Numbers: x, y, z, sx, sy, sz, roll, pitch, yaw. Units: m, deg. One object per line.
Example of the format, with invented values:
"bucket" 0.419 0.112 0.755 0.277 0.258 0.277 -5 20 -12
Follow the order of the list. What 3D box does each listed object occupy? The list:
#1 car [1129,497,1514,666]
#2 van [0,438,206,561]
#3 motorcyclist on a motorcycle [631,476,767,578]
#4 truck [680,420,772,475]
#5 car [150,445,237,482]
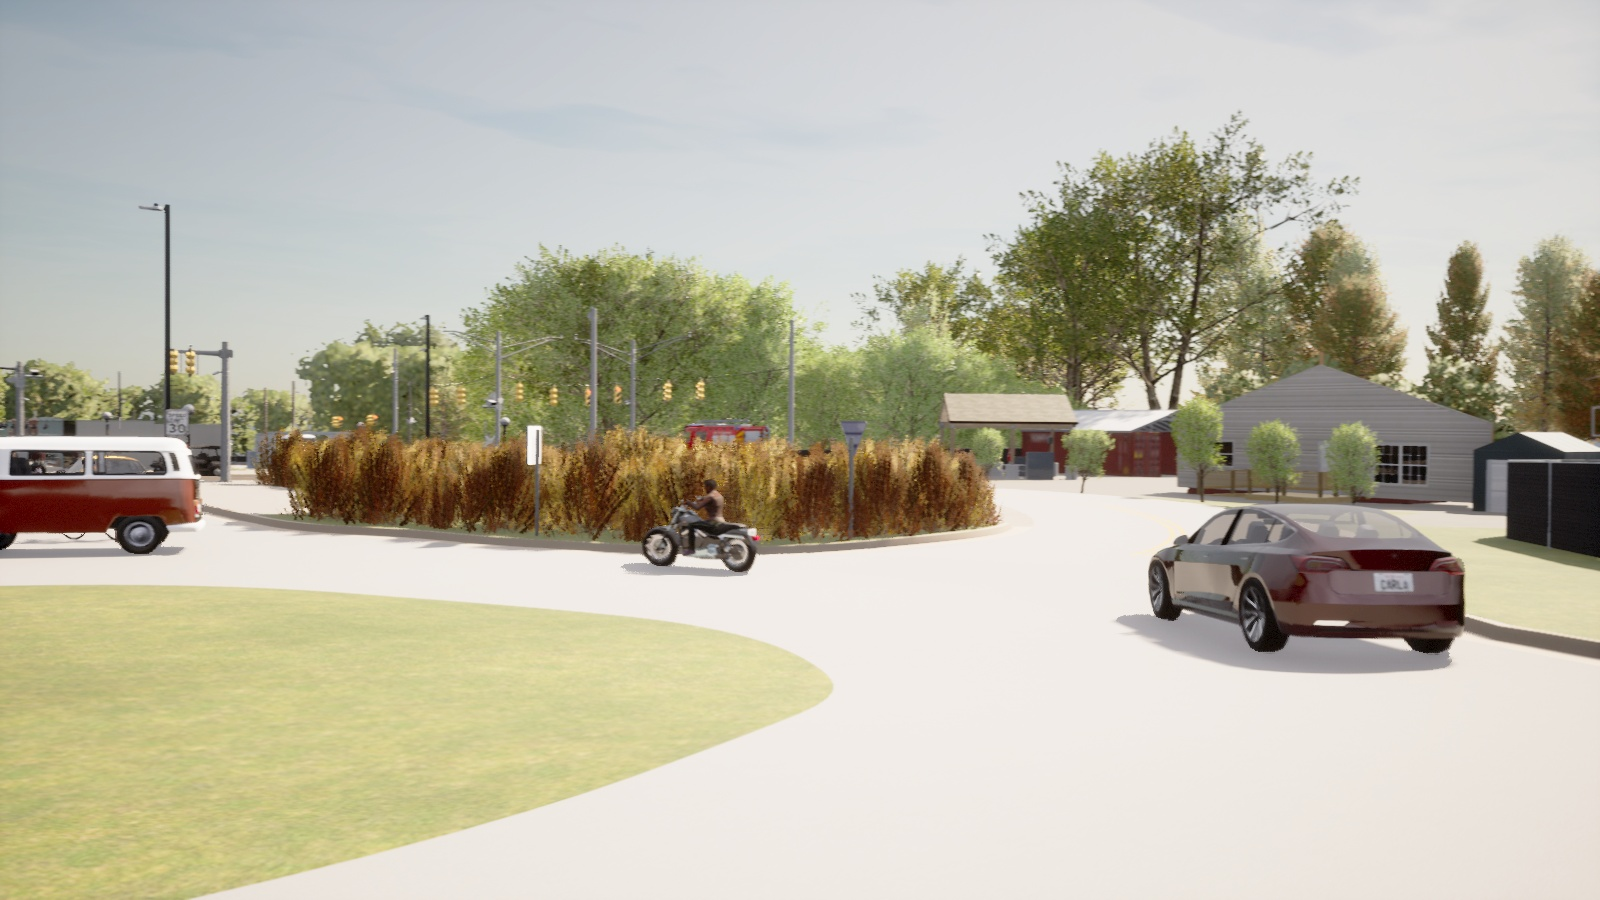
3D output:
"car" 5.461 1.309 14.036 2.163 1.488 4.792 0 -1 -2
"van" -12.960 0.827 22.027 4.480 2.038 2.069 0 0 -22
"motorcyclist on a motorcycle" -1.783 1.314 22.061 2.350 1.649 0.766 1 1 29
"truck" -5.485 -0.244 91.164 2.891 3.827 8.468 -1 1 -33
"car" -33.047 0.752 68.450 3.866 1.878 1.905 2 0 -42
